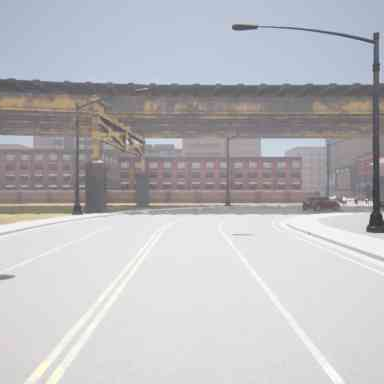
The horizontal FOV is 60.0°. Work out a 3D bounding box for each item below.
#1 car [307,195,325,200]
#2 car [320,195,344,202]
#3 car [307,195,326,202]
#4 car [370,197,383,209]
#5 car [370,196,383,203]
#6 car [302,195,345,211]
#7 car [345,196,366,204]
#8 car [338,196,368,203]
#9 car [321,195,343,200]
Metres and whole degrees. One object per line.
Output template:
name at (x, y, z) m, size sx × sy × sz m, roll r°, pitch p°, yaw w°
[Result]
car at (29.560, 1.295, 79.147) m, size 4.536 × 1.218 × 1.853 m, roll 0°, pitch 0°, yaw -39°
car at (33.606, 1.452, 79.931) m, size 2.038 × 1.542 × 4.974 m, roll 0°, pitch 0°, yaw -34°
car at (29.600, 1.452, 79.180) m, size 4.974 × 1.542 × 2.038 m, roll 0°, pitch 0°, yaw -39°
car at (25.715, 1.526, 42.093) m, size 4.674 × 1.442 × 1.812 m, roll 0°, pitch 0°, yaw -3°
car at (32.253, 1.295, 58.206) m, size 1.853 × 1.218 × 4.536 m, roll 0°, pitch 0°, yaw 31°
car at (15.616, 1.352, 40.146) m, size 4.553 × 1.767 × 2.097 m, roll 0°, pitch 0°, yaw -24°
car at (29.183, 1.452, 60.320) m, size 2.038 × 1.542 × 4.974 m, roll 0°, pitch 0°, yaw -29°
car at (29.158, 1.295, 60.366) m, size 1.853 × 1.218 × 4.536 m, roll 0°, pitch 0°, yaw -29°
car at (33.635, 1.295, 79.888) m, size 1.853 × 1.218 × 4.536 m, roll 0°, pitch 0°, yaw -34°
